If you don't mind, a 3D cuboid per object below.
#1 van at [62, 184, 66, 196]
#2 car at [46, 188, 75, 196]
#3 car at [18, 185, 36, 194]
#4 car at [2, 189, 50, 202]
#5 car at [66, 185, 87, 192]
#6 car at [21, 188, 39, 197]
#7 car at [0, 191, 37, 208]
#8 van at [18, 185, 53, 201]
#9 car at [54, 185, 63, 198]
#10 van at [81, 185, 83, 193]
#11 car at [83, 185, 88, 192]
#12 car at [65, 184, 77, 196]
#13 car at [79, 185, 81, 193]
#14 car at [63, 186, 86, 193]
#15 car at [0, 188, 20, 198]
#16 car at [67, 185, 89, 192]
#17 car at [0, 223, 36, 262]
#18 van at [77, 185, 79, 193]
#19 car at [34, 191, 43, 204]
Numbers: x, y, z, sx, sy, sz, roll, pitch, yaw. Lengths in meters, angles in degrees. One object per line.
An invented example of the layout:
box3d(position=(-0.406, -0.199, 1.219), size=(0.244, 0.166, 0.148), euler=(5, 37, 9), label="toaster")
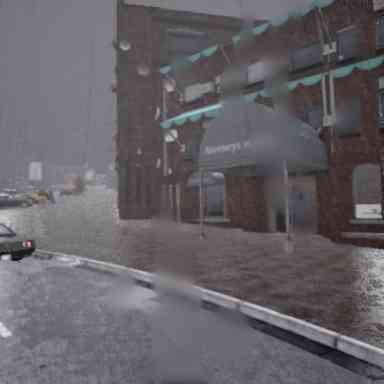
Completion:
box3d(position=(-23.875, 0.071, 55.247), size=(4.442, 1.987, 1.878), euler=(-1, 3, -30), label="van")
box3d(position=(-25.404, -0.073, 64.301), size=(4.892, 1.521, 2.231), euler=(-1, 2, -30), label="car")
box3d(position=(-34.926, -0.623, 70.599), size=(2.097, 1.767, 4.553), euler=(0, 2, -10), label="car")
box3d(position=(-21.777, 0.787, 43.245), size=(5.366, 1.575, 1.946), euler=(-1, 3, -30), label="car")
box3d(position=(-28.619, -0.938, 82.288), size=(4.553, 1.767, 2.185), euler=(-1, 3, -30), label="car")
box3d(position=(-30.020, 0.105, 61.725), size=(1.994, 1.385, 4.181), euler=(0, 2, -10), label="car")
box3d(position=(-20.546, 1.036, 37.351), size=(4.892, 1.521, 2.231), euler=(-1, 2, -30), label="car")
box3d(position=(-22.055, 0.439, 46.387), size=(4.442, 1.987, 1.878), euler=(-1, 2, -30), label="van")
box3d(position=(-22.716, 0.292, 49.300), size=(5.566, 2.045, 2.435), euler=(-1, 3, -30), label="car")
box3d(position=(-27.117, -0.668, 73.217), size=(4.442, 1.987, 1.878), euler=(-1, 3, -30), label="van")
box3d(position=(-27.401, -0.572, 76.383), size=(5.366, 1.575, 1.946), euler=(-1, 2, -30), label="car")
box3d(position=(-24.834, -0.202, 61.317), size=(5.566, 2.045, 2.435), euler=(-1, 2, -30), label="car")
box3d(position=(-26.508, -0.446, 70.276), size=(4.553, 1.767, 2.185), euler=(-1, 2, -30), label="car")
box3d(position=(-28.078, -0.661, 79.303), size=(4.792, 1.488, 2.163), euler=(-1, 2, -30), label="car")
box3d(position=(-33.071, 0.085, 60.326), size=(1.882, 1.535, 5.008), euler=(0, 2, -10), label="car")
box3d(position=(-29.211, -0.933, 85.276), size=(4.892, 1.521, 2.231), euler=(-1, 2, -30), label="car")
box3d(position=(-7.427, 1.648, 11.074), size=(4.718, 1.301, 1.895), euler=(0, -2, 31), label="car")
box3d(position=(-25.839, -0.424, 67.352), size=(4.442, 1.987, 1.878), euler=(-1, 2, -30), label="van")
box3d(position=(-21.076, 0.952, 40.346), size=(4.674, 1.452, 2.002), euler=(-1, 3, -30), label="car")
